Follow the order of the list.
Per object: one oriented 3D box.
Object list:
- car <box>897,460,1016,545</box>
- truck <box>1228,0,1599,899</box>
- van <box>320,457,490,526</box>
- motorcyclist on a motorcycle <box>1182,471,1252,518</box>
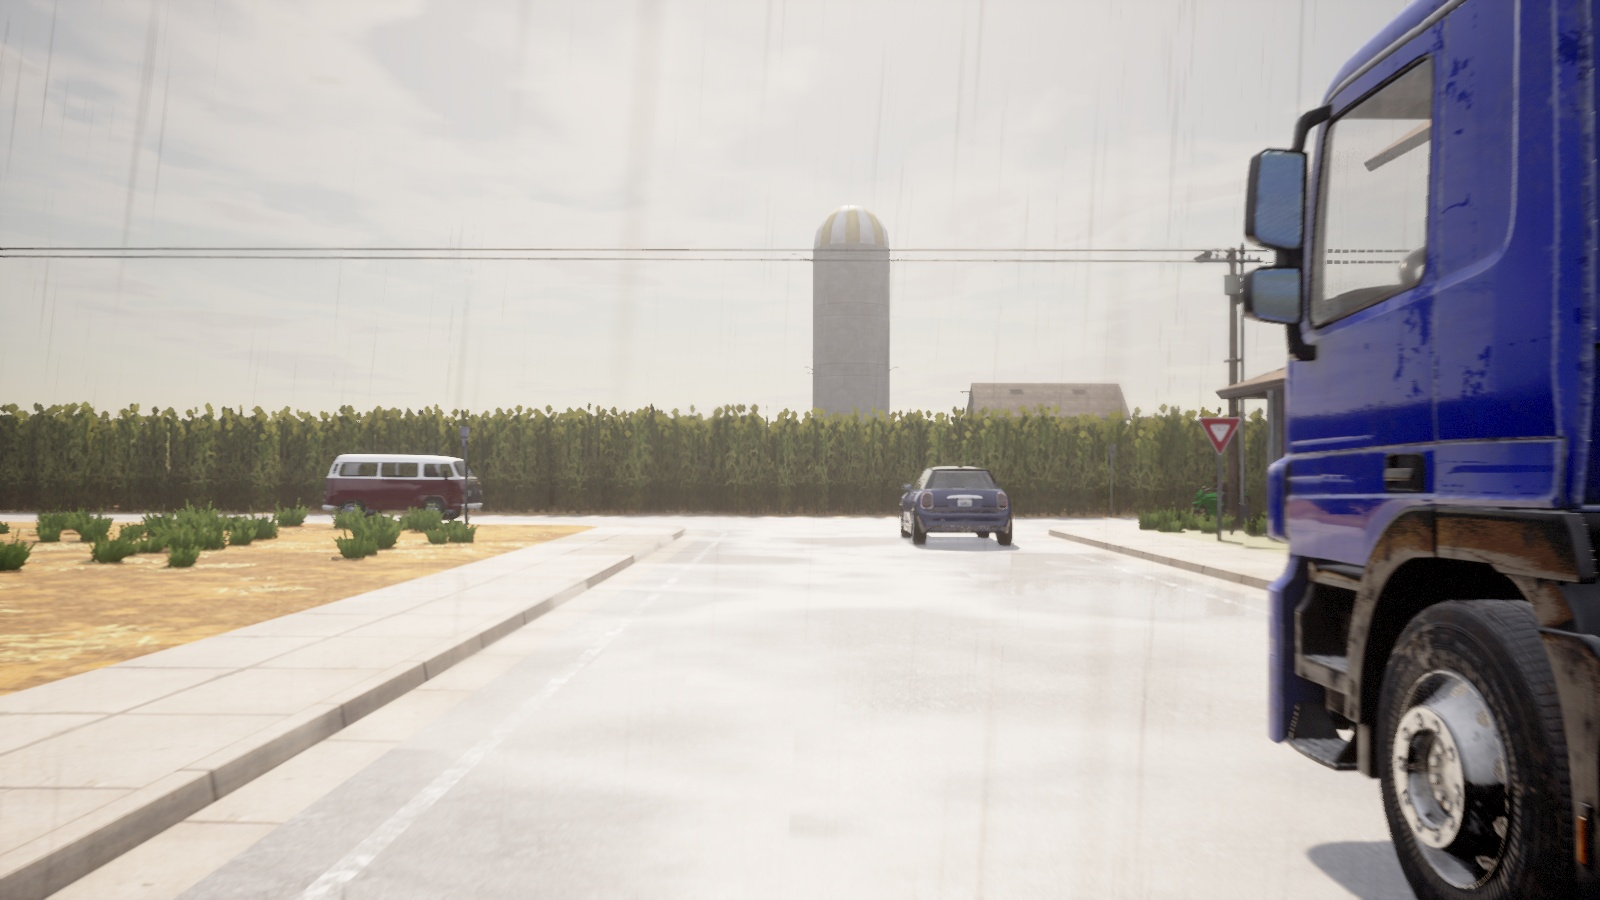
[{"bbox_3d":[3.430,1.135,28.395,2.097,1.767,4.553,0,-1,0],"label":"car"},{"bbox_3d":[3.491,-0.148,1.959,2.891,3.462,7.936,0,-1,0],"label":"truck"},{"bbox_3d":[-11.938,1.251,38.168,4.480,2.038,2.069,0,-1,1],"label":"van"},{"bbox_3d":[13.722,1.461,41.340,2.044,1.523,0.797,0,-1,1],"label":"motorcyclist on a motorcycle"}]
